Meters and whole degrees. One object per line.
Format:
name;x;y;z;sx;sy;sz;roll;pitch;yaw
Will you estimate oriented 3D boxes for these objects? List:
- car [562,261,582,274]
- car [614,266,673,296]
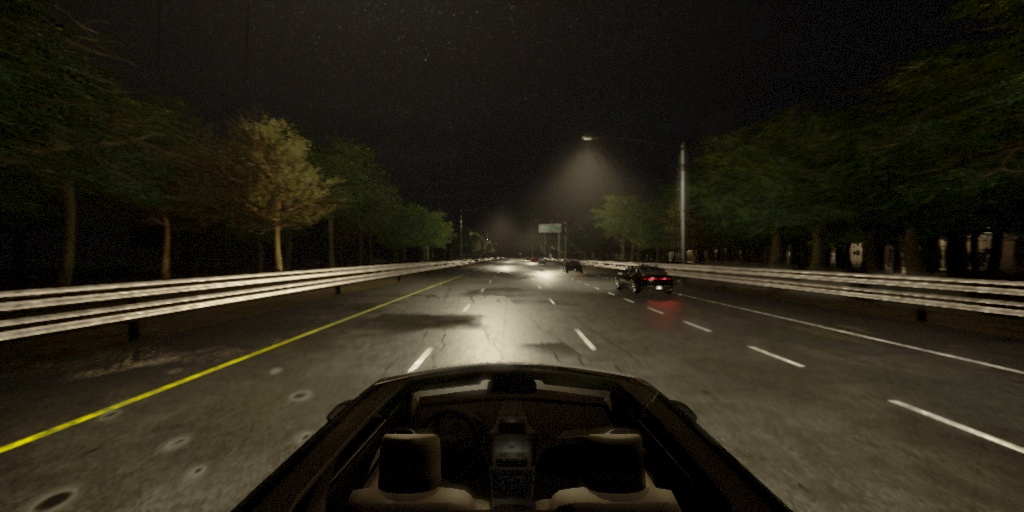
car;7.090;1.291;42.496;1.837;1.490;4.892;0;0;0
car;7.017;1.270;19.498;1.837;1.490;4.892;0;0;0
